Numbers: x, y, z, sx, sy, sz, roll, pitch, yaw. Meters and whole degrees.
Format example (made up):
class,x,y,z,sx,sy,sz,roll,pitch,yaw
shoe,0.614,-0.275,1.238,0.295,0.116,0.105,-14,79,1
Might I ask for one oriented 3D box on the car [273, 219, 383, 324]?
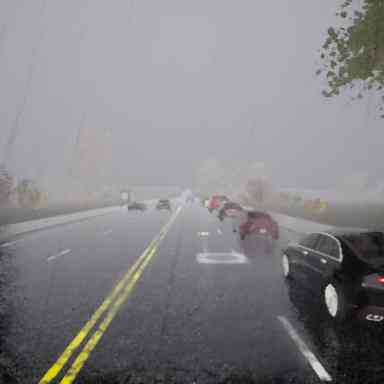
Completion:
class,x,y,z,sx,sy,sz,roll,pitch,yaw
car,3.345,1.536,7.238,1.837,1.490,4.892,0,-1,0

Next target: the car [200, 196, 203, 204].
class,x,y,z,sx,sy,sz,roll,pitch,yaw
car,2.920,1.735,61.433,1.837,1.490,4.892,0,0,0

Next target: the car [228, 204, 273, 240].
class,x,y,z,sx,sy,sz,roll,pitch,yaw
car,3.225,1.601,17.407,1.812,1.442,4.674,0,0,0

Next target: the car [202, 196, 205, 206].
class,x,y,z,sx,sy,sz,roll,pitch,yaw
car,3.014,1.675,50.433,1.882,1.535,5.008,0,0,0

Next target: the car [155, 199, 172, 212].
class,x,y,z,sx,sy,sz,roll,pitch,yaw
car,-3.502,1.676,42.139,1.837,1.490,4.892,0,0,0

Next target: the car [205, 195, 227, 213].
class,x,y,z,sx,sy,sz,roll,pitch,yaw
car,3.105,1.381,39.460,2.150,2.045,5.566,0,0,0

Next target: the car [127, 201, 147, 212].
class,x,y,z,sx,sy,sz,roll,pitch,yaw
car,-6.751,1.769,41.259,1.895,1.301,4.718,0,0,0

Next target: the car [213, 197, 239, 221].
class,x,y,z,sx,sy,sz,roll,pitch,yaw
car,3.177,1.551,28.419,2.033,1.649,4.856,0,0,0

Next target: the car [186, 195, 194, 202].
class,x,y,z,sx,sy,sz,roll,pitch,yaw
car,-0.494,1.686,81.427,1.812,1.442,4.674,0,0,0

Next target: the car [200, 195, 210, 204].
class,x,y,z,sx,sy,sz,roll,pitch,yaw
car,2.828,1.614,72.403,2.097,1.767,4.553,0,0,0
